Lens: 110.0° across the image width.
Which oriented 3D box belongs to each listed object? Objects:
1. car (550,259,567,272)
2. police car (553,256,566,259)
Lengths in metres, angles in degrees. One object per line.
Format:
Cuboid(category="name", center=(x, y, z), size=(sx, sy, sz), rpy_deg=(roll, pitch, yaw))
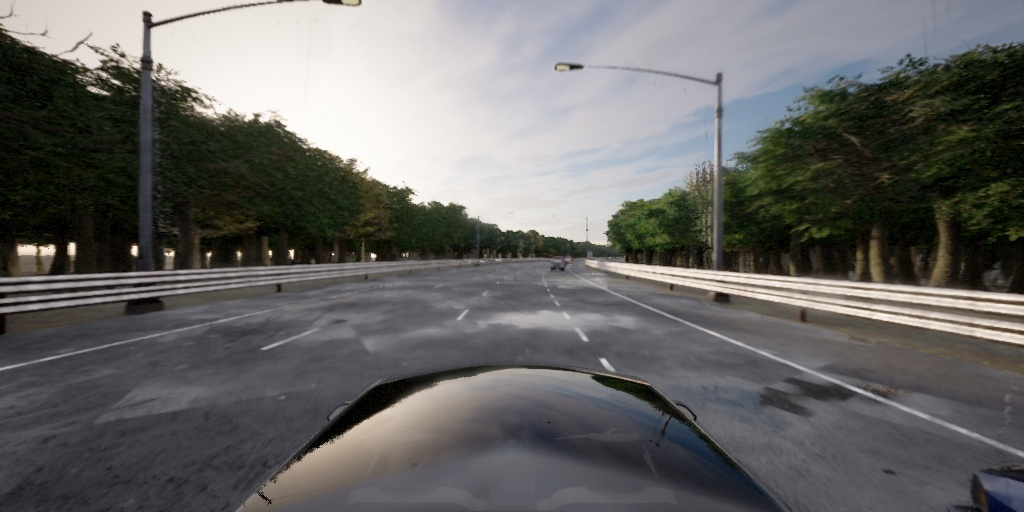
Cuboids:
Cuboid(category="car", center=(6.025, 1.402, 48.009), size=(1.895, 1.301, 4.718), rpy_deg=(0, 0, 6))
Cuboid(category="police car", center=(7.376, 1.239, 58.679), size=(1.930, 1.638, 5.238), rpy_deg=(0, 0, 8))
